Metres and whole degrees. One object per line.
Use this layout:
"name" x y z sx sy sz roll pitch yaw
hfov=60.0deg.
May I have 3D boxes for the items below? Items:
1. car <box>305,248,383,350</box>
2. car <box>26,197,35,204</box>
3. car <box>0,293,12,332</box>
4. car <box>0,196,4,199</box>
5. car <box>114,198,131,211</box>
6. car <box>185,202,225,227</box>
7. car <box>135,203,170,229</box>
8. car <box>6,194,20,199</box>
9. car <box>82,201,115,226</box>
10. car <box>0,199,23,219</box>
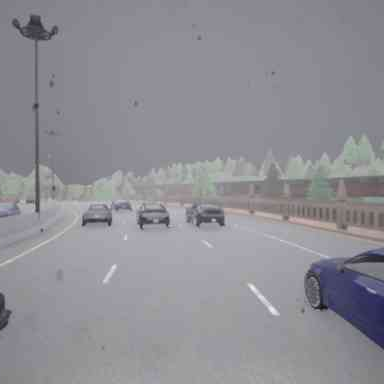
"car" 3.274 1.502 4.810 1.812 1.442 4.674 0 0 -3
"car" -30.930 1.694 64.246 1.895 1.301 4.718 -1 0 -24
"car" -3.537 1.558 2.488 2.033 1.411 5.357 0 0 -2
"car" -42.497 1.511 72.942 1.882 1.535 5.008 -1 0 -24
"car" -8.509 1.497 39.779 1.812 1.442 4.674 0 0 -22
"car" 0.790 1.454 22.403 1.837 1.490 4.892 0 0 -13
"car" -2.617 1.463 21.652 2.128 1.511 4.902 0 0 -13
"car" -36.285 1.342 67.630 2.150 2.045 5.566 -1 0 -24
"car" -6.756 1.558 23.865 1.994 1.385 4.181 0 0 -14
"car" -15.117 1.572 26.996 1.812 1.442 4.674 0 0 -18
